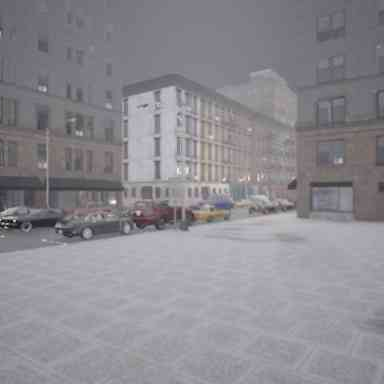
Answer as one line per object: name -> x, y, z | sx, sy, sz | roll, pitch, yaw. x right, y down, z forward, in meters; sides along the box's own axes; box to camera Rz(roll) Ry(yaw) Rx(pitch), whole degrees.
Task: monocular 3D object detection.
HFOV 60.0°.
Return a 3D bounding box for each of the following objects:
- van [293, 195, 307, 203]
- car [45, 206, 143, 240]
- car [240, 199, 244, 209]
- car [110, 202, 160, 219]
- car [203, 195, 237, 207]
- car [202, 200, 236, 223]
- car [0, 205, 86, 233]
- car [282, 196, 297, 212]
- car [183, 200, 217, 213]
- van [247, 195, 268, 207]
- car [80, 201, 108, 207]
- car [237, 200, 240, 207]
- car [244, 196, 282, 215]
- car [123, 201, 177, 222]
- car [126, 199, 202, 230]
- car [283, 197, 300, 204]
van -> 23.055, 1.474, 70.660 | 1.690, 1.788, 3.998 | 0, 0, 36
car -> -4.988, 1.655, 17.570 | 2.008, 1.369, 4.403 | 0, 0, 36
car -> 7.241, 1.647, 48.509 | 1.752, 1.417, 4.829 | 0, 0, 36
car -> -5.233, 1.664, 31.038 | 2.008, 1.369, 4.403 | 0, 0, 36
car -> 2.467, 1.333, 37.434 | 2.150, 2.045, 5.566 | 0, 0, 35
car -> 1.397, 1.633, 26.513 | 1.752, 1.417, 4.829 | 0, 0, 36
car -> -9.384, 1.710, 20.855 | 1.895, 1.301, 4.718 | 0, 0, 33
car -> 10.727, 1.553, 39.582 | 1.967, 1.590, 4.097 | 0, 0, 36
car -> 1.053, 1.662, 39.843 | 1.887, 1.381, 4.507 | 0, 0, 36
van -> 10.483, 1.465, 53.050 | 1.690, 1.788, 3.998 | 0, 0, 36
car -> -8.377, 1.552, 26.635 | 1.967, 1.590, 4.097 | 0, 0, 36
car -> 4.196, 1.559, 44.245 | 1.967, 1.590, 4.097 | 0, 0, 36
car -> 7.584, 1.551, 35.180 | 1.967, 1.590, 4.097 | 0, 0, 36
car -> -3.565, 1.616, 29.012 | 1.837, 1.490, 4.892 | 0, 0, 36
car -> -1.845, 1.421, 21.972 | 2.192, 1.841, 5.009 | 0, 0, 36
car -> 19.912, 1.696, 66.258 | 1.947, 1.339, 4.313 | 0, 0, 36
